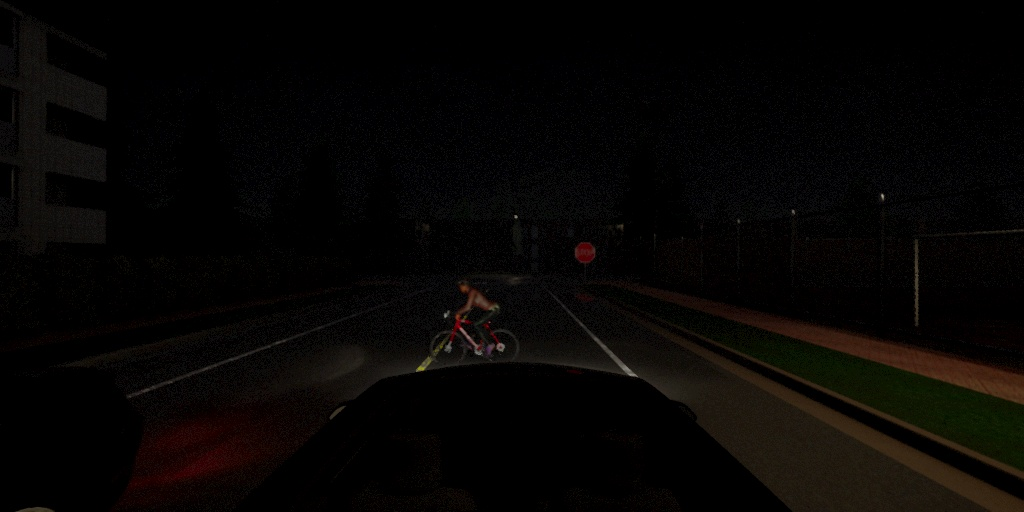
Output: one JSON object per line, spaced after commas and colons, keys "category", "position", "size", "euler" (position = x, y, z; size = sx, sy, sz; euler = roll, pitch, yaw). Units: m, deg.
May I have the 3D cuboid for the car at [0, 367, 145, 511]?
{"category": "car", "position": [-3.618, 1.248, 0.520], "size": [1.837, 1.490, 4.892], "euler": [0, 0, 1]}

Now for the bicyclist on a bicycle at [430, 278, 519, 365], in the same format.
{"category": "bicyclist on a bicycle", "position": [-0.694, 1.226, 6.567], "size": [1.656, 1.620, 0.582], "euler": [-1, 0, 1]}
